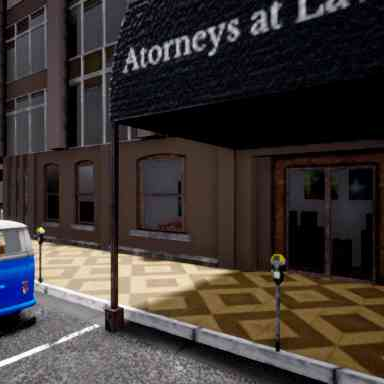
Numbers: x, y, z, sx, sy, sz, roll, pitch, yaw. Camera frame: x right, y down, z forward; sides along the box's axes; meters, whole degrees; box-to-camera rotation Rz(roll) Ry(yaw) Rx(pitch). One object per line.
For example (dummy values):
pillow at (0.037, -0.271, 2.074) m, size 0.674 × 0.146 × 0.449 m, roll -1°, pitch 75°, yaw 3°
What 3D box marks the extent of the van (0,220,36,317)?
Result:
van at (-4.573, 1.341, 6.122) m, size 3.998 × 1.788 × 1.690 m, roll 0°, pitch 0°, yaw 35°
